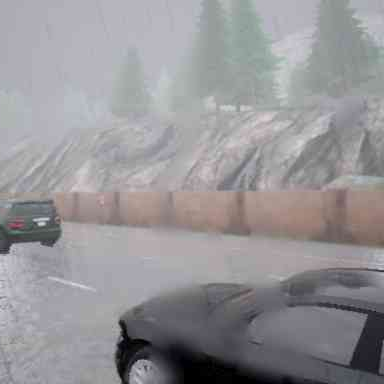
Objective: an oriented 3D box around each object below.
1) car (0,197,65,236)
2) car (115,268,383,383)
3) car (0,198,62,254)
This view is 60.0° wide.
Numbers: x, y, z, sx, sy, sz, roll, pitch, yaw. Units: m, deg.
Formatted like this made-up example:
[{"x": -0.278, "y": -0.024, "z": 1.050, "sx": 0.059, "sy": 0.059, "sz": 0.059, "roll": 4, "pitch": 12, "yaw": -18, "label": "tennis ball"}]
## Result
[{"x": -10.519, "y": 1.386, "z": 20.895, "sx": 5.566, "sy": 2.045, "sz": 2.150, "roll": 0, "pitch": 0, "yaw": 38, "label": "car"}, {"x": 1.425, "y": 1.485, "z": 3.038, "sx": 5.008, "sy": 1.535, "sz": 1.882, "roll": 0, "pitch": 0, "yaw": 36, "label": "car"}, {"x": -7.891, "y": 1.337, "z": 14.406, "sx": 5.566, "sy": 2.045, "sz": 2.150, "roll": -1, "pitch": 0, "yaw": 38, "label": "car"}]
